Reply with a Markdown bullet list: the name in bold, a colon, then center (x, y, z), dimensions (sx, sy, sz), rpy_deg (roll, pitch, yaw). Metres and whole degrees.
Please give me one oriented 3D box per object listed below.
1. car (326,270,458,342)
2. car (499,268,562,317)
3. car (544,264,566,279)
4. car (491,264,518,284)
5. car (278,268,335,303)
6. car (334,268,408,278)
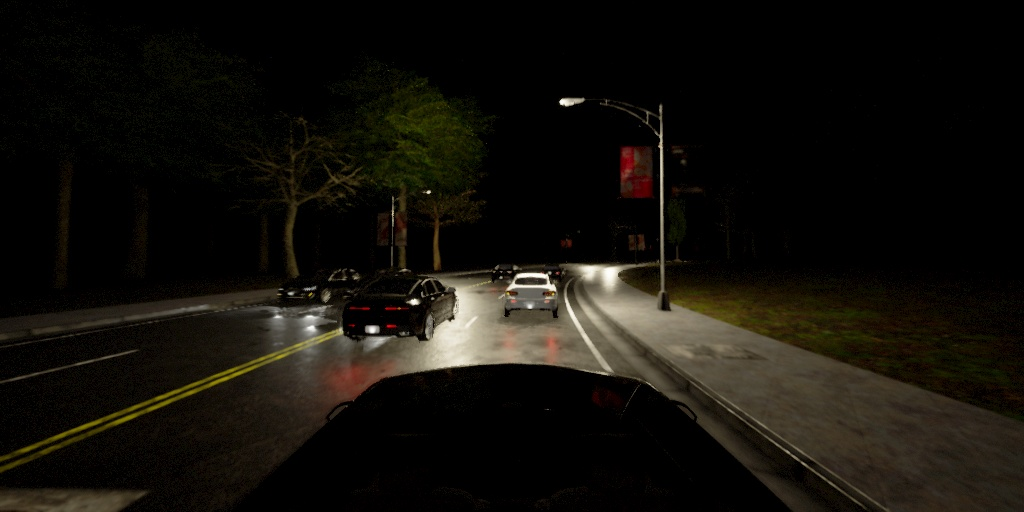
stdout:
- **car**: center (-2.776, 1.295, 9.899), dimensions (1.837, 1.490, 4.892), rpy_deg (0, 0, 3)
- **car**: center (0.759, 1.341, 13.491), dimensions (1.812, 1.442, 4.674), rpy_deg (0, 0, 5)
- **car**: center (3.655, 1.442, 31.692), dimensions (2.033, 1.411, 5.357), rpy_deg (0, 0, 13)
- **car**: center (-0.337, 1.379, 28.353), dimensions (2.128, 1.511, 4.902), rpy_deg (0, 0, 11)
- **car**: center (-8.846, 1.334, 17.187), dimensions (1.837, 1.490, 4.892), rpy_deg (0, -1, 6)
- **car**: center (-5.669, 1.331, 16.357), dimensions (1.837, 1.490, 4.892), rpy_deg (0, -1, 6)
